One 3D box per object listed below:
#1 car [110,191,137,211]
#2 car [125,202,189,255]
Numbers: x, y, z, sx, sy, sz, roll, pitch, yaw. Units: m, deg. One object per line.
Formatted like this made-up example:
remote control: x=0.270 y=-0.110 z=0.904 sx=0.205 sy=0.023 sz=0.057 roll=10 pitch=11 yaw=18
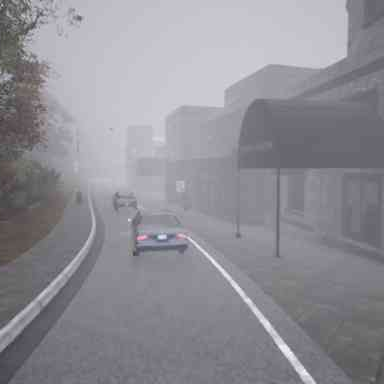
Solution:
car: x=-5.817 y=0.653 z=28.265 sx=2.128 sy=1.511 sz=4.902 roll=-1 pitch=4 yaw=-17
car: x=-1.399 y=1.358 z=12.605 sx=2.033 sy=1.411 sz=5.357 roll=-1 pitch=2 yaw=-11
